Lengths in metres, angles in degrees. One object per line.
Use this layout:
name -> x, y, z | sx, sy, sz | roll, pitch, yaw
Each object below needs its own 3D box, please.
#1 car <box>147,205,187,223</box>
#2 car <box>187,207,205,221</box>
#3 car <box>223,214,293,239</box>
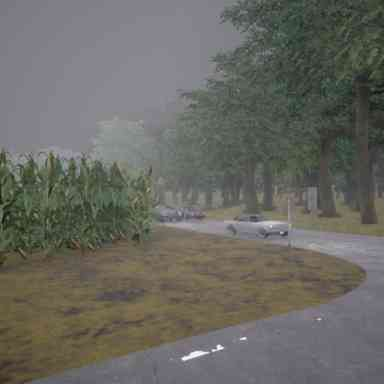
car -> -2.764, 2.073, 32.985 | 2.097, 1.767, 4.553 | -1, -1, -29
car -> -0.606, 2.254, 35.175 | 2.033, 1.411, 5.357 | -1, -1, -29
car -> 4.022, 2.060, 20.812 | 1.895, 1.301, 4.718 | -1, -1, -29
